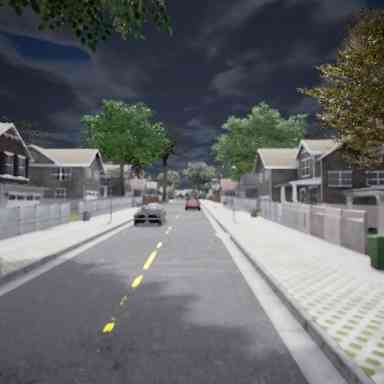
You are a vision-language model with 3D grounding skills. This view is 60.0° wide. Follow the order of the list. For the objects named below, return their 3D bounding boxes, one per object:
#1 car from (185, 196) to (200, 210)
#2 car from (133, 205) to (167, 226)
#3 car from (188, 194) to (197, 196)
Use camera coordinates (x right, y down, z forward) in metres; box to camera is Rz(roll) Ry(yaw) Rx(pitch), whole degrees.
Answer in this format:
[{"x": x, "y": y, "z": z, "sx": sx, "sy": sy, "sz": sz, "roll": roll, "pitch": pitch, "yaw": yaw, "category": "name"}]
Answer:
[{"x": 0.107, "y": 1.600, "z": 43.897, "sx": 1.994, "sy": 1.385, "sz": 4.181, "roll": 0, "pitch": 0, "yaw": 0, "category": "car"}, {"x": -2.845, "y": 1.592, "z": 23.160, "sx": 1.895, "sy": 1.301, "sz": 4.718, "roll": 0, "pitch": 0, "yaw": 0, "category": "car"}, {"x": 0.111, "y": 1.349, "z": 63.347, "sx": 2.150, "sy": 2.045, "sz": 5.566, "roll": 0, "pitch": 0, "yaw": 0, "category": "car"}]
